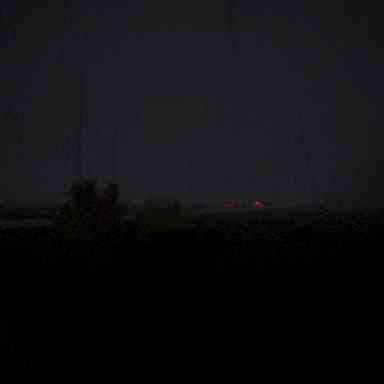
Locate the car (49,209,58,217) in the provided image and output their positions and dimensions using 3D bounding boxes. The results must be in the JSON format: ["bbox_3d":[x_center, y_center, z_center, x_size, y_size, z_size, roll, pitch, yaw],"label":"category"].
[{"bbox_3d":[-12.138,1.946,34.004,1.837,1.490,4.892,-2,-1,36],"label":"car"}]

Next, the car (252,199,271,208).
[{"bbox_3d":[13.206,2.132,63.027,2.097,1.767,4.553,-2,-2,36],"label":"car"}]

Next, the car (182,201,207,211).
[{"bbox_3d":[0.463,2.153,51.459,1.882,1.535,5.008,-2,-2,36],"label":"car"}]

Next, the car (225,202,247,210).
[{"bbox_3d":[7.315,2.268,54.753,1.895,1.301,4.718,-2,-2,36],"label":"car"}]
